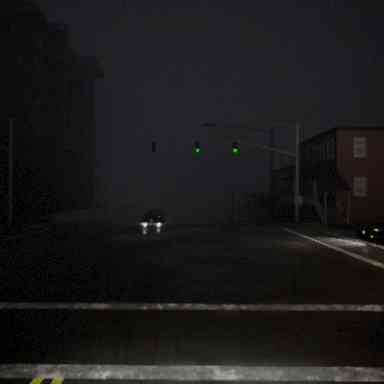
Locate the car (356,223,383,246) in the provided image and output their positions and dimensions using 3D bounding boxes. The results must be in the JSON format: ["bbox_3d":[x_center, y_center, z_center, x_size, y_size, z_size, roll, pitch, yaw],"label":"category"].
[{"bbox_3d":[10.340,2.014,16.115,4.181,1.385,1.994,7,-1,1],"label":"car"}]

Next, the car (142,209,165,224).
[{"bbox_3d":[-3.613,2.382,32.395,2.033,1.411,5.357,0,-5,0],"label":"car"}]
